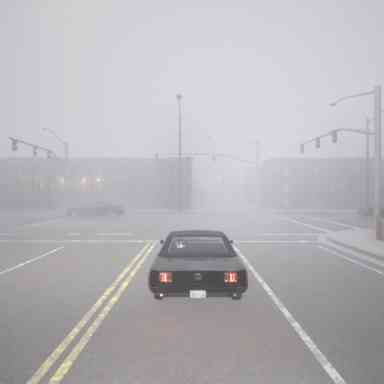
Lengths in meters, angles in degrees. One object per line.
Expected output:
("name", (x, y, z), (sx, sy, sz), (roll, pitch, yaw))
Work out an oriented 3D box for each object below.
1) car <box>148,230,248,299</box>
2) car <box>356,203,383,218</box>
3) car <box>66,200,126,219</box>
("car", (0.117, 1.601, 8.370), (1.895, 1.301, 4.718), (0, 0, 0))
("car", (16.879, 1.601, 28.793), (4.718, 1.301, 1.895), (0, 0, 0))
("car", (-8.233, 1.496, 28.716), (5.008, 1.535, 1.882), (-1, 0, 0))
